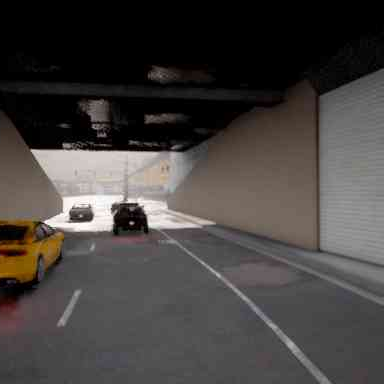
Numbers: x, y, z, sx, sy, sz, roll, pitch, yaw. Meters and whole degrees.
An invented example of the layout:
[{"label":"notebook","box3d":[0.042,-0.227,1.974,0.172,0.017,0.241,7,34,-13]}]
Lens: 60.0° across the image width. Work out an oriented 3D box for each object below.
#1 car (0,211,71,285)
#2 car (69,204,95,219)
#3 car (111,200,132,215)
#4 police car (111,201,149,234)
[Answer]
[{"label":"car","box3d":[-4.930,1.518,9.425,1.882,1.535,5.008,0,0,-11]},{"label":"car","box3d":[-9.667,1.674,29.455,1.895,1.301,4.718,-1,0,-14]},{"label":"car","box3d":[-7.739,1.615,36.231,1.994,1.385,4.181,-1,0,-14]},{"label":"police car","box3d":[-3.743,1.450,19.898,1.930,1.638,5.238,-1,0,-13]}]
